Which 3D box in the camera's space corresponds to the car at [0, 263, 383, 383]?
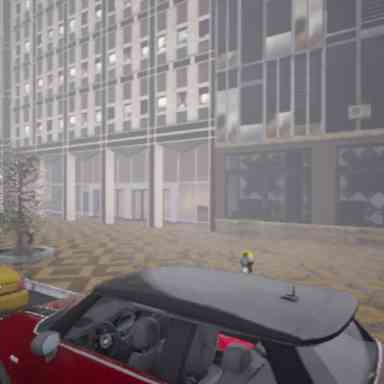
[{"bbox_3d":[-0.337,1.449,3.109,4.097,1.590,1.967,0,0,36],"label":"car"}]
